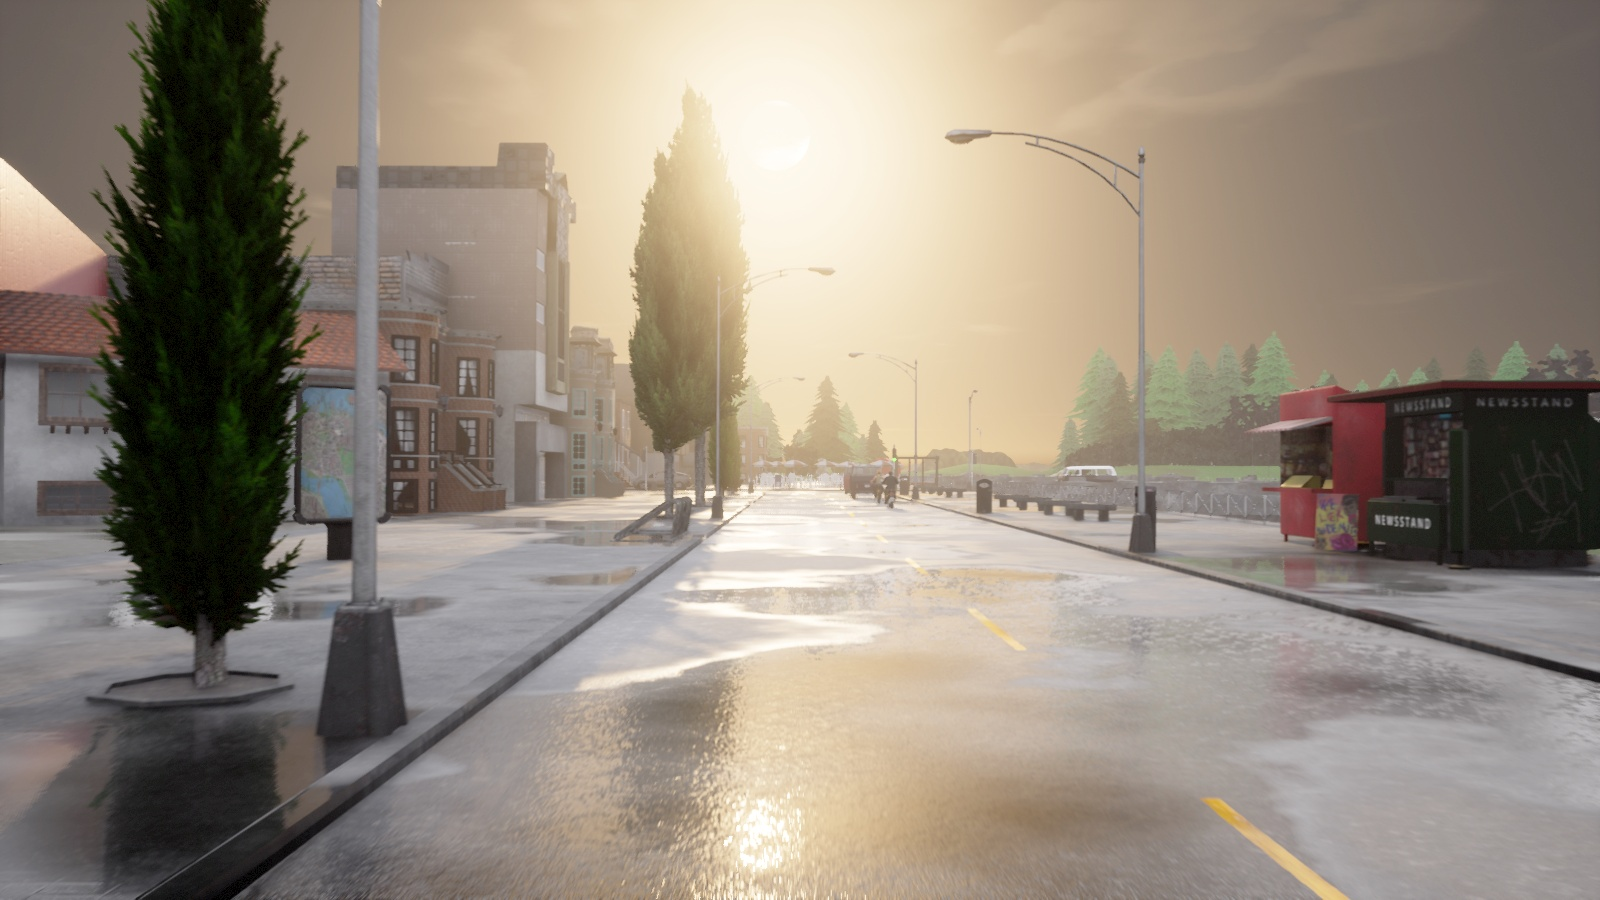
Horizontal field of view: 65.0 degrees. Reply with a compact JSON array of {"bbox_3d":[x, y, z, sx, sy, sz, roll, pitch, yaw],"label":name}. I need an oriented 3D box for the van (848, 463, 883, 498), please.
[{"bbox_3d":[3.809,1.777,73.174,1.775,1.987,4.442,0,-1,0],"label":"van"}]

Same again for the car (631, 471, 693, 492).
[{"bbox_3d":[-10.650,2.425,96.821,4.514,1.525,2.007,0,-1,2],"label":"car"}]

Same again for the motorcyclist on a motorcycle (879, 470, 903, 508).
[{"bbox_3d":[3.860,1.650,53.576,0.866,1.590,1.817,0,-1,0],"label":"motorcyclist on a motorcycle"}]

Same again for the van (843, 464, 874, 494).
[{"bbox_3d":[4.103,2.014,87.377,1.775,1.987,4.442,-1,-1,7],"label":"van"}]
